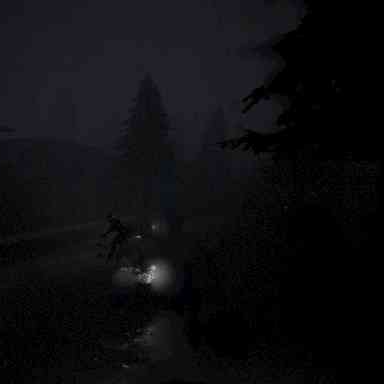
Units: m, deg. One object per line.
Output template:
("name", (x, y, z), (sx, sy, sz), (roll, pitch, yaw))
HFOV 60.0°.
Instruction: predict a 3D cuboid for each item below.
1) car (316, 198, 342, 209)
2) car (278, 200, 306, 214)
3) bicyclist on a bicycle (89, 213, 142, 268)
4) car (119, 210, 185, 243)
("car", (18.385, 1.491, 44.597), (4.902, 1.511, 2.128), (0, 0, -44))
("car", (10.700, 1.564, 35.615), (1.994, 1.385, 4.181), (0, 0, 34))
("bicyclist on a bicycle", (-2.290, 1.452, 9.934), (1.656, 1.620, 0.582), (0, 0, 8))
("car", (-1.779, 1.600, 16.343), (1.895, 1.301, 4.718), (0, 0, 13))
